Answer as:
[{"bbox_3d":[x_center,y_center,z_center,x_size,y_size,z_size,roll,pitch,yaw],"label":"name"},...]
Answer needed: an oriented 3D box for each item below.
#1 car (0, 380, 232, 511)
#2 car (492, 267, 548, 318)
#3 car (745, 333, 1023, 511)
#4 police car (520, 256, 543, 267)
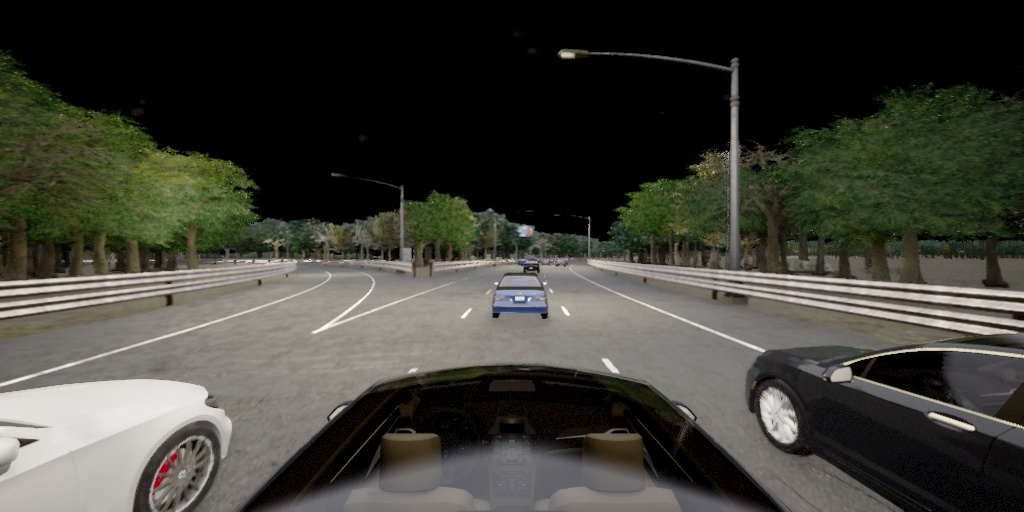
[{"bbox_3d":[-3.366,1.272,1.162,1.812,1.442,4.674,0,0,0],"label":"car"},{"bbox_3d":[0.307,1.299,13.067,2.033,1.411,5.357,0,0,2],"label":"car"},{"bbox_3d":[3.633,1.258,2.214,1.837,1.490,4.892,0,0,0],"label":"car"},{"bbox_3d":[2.490,1.190,44.208,1.930,1.638,5.238,0,0,6],"label":"police car"}]
